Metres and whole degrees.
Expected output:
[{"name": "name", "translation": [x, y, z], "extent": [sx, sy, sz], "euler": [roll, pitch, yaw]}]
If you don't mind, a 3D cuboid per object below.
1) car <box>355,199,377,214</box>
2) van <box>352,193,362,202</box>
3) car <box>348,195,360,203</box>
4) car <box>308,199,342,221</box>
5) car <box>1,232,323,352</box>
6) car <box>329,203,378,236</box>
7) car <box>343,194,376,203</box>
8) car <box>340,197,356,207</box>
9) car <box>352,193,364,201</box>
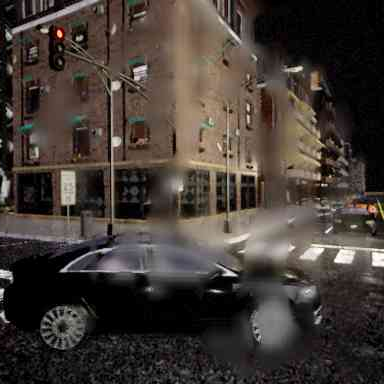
[{"name": "car", "translation": [18.516, 1.484, 35.387], "extent": [1.994, 1.385, 4.181], "euler": [0, 0, 29]}, {"name": "van", "translation": [37.440, 1.233, 75.451], "extent": [1.690, 1.788, 3.998], "euler": [-1, 0, 29]}, {"name": "car", "translation": [31.875, 1.421, 65.314], "extent": [1.752, 1.417, 4.829], "euler": [-1, 0, 29]}, {"name": "car", "translation": [10.020, 1.490, 25.518], "extent": [2.008, 1.369, 4.403], "euler": [-1, 0, 29]}, {"name": "car", "translation": [-0.422, 1.456, 5.502], "extent": [4.902, 1.511, 2.128], "euler": [0, 1, -2]}, {"name": "car", "translation": [8.900, 1.511, 18.080], "extent": [1.994, 1.385, 4.181], "euler": [0, 0, 29]}, {"name": "car", "translation": [13.634, 1.285, 26.660], "extent": [2.097, 1.767, 4.553], "euler": [0, 0, 29]}, {"name": "car", "translation": [23.649, 1.432, 50.335], "extent": [1.752, 1.417, 4.829], "euler": [-1, 0, 29]}, {"name": "car", "translation": [40.181, 1.206, 80.443], "extent": [2.192, 1.841, 5.009], "euler": [-1, 0, 29]}]
